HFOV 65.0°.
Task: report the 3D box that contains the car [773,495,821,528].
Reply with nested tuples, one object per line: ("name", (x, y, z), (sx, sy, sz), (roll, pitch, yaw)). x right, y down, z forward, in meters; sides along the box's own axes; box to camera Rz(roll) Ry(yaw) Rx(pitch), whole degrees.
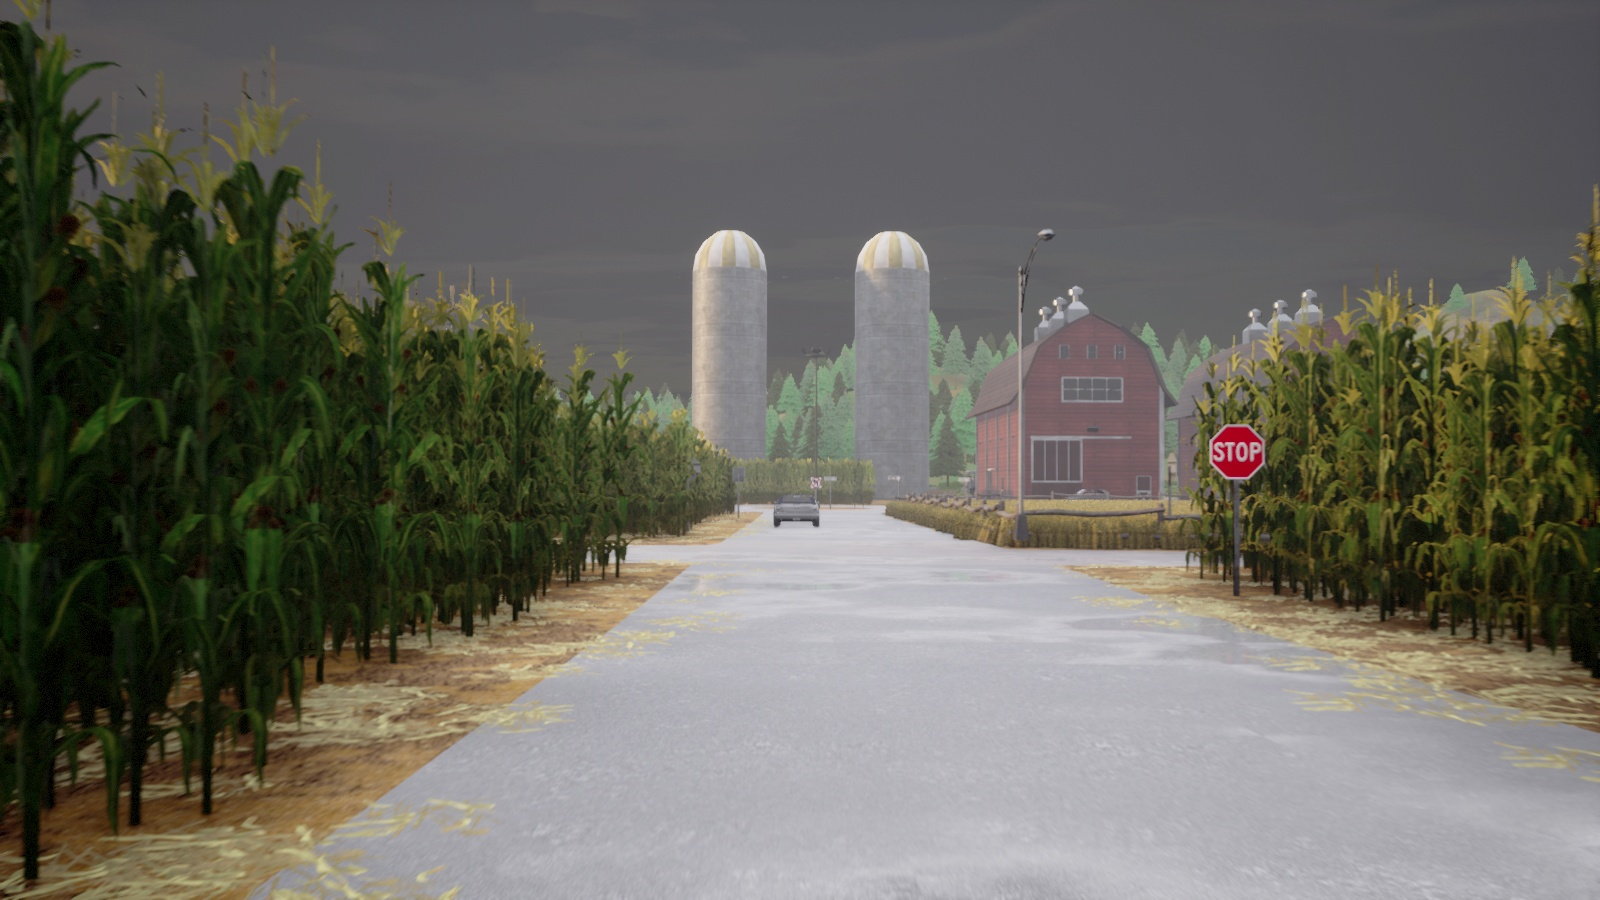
("car", (-0.122, 2.488, 51.593), (1.895, 1.301, 4.718), (0, -2, 0))

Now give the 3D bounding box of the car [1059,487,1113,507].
("car", (21.768, 3.571, 95.737), (3.633, 1.501, 1.845), (0, -1, -4))
